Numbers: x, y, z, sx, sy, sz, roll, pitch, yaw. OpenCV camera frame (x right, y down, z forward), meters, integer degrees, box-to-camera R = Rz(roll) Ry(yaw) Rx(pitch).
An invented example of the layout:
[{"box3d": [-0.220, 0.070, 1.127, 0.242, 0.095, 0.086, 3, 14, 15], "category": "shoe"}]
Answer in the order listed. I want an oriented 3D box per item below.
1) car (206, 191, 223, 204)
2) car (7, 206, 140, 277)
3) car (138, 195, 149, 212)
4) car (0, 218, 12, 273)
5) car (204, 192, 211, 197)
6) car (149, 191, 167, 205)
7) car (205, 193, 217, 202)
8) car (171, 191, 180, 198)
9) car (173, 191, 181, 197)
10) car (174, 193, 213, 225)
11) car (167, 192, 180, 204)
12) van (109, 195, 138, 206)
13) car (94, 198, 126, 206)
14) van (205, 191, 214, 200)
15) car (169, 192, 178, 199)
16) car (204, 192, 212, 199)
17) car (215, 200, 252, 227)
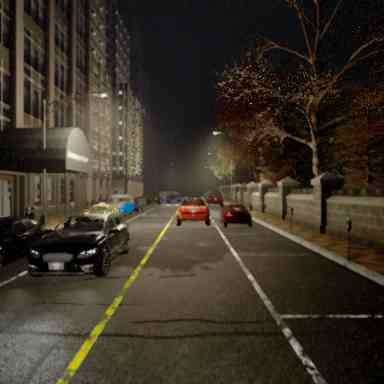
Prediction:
[{"box3d": [2.918, 0.961, 42.463, 2.192, 1.841, 5.009, 1, 1, 1], "category": "car"}, {"box3d": [-3.105, 1.413, 10.058, 2.128, 1.511, 4.902, 0, 0, 0], "category": "car"}, {"box3d": [-5.670, 1.306, 32.146, 1.947, 1.339, 4.313, 1, 0, 1], "category": "car"}, {"box3d": [-5.835, 1.488, 9.924, 1.947, 1.339, 4.313, 0, 0, 0], "category": "car"}, {"box3d": [4.192, 0.741, 91.754, 1.802, 1.307, 4.206, 1, 1, 1], "category": "car"}, {"box3d": [-5.317, 0.911, 48.212, 2.192, 1.841, 5.009, 1, 1, 1], "category": "car"}, {"box3d": [3.342, 0.931, 58.893, 1.967, 1.590, 4.097, 1, 1, 1], "category": "car"}, {"box3d": [-4.326, 0.657, 86.520, 1.967, 1.590, 4.097, 1, 1, 1], "category": "car"}, {"box3d": [-4.184, 0.599, 91.992, 1.967, 1.590, 4.097, 1, 1, 1], "category": "car"}, {"box3d": [0.089, 1.171, 22.613, 2.097, 1.767, 4.553, 0, 0, 0], "category": "car"}, {"box3d": [-2.660, 1.100, 50.348, 1.812, 1.442, 4.674, 0, 1, 2], "category": "car"}, {"box3d": [-5.696, 1.128, 26.602, 1.690, 1.788, 3.998, 0, 0, 0], "category": "van"}, {"box3d": [-5.704, 1.359, 20.874, 1.752, 1.417, 4.829, 0, 0, 0], "category": "car"}, {"box3d": [3.627, 0.726, 69.846, 1.690, 1.788, 3.998, 1, 1, 1], "category": "van"}, {"box3d": [-4.468, 0.825, 81.048, 2.008, 1.369, 4.403, 1, 1, 1], "category": "car"}, {"box3d": [3.910, 0.714, 80.800, 1.967, 1.590, 4.097, 1, 1, 1], "category": "car"}, {"box3d": [2.685, 1.416, 20.782, 1.802, 1.307, 4.206, 0, 0, 0], "category": "car"}]
